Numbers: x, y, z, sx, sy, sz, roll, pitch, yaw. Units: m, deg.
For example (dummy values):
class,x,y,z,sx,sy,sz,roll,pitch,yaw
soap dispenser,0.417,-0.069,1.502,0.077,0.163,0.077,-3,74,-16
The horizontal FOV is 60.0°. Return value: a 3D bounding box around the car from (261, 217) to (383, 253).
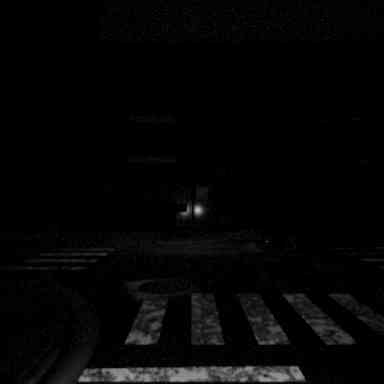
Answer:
class,x,y,z,sx,sy,sz,roll,pitch,yaw
car,5.263,1.681,13.521,4.718,1.301,1.895,0,-1,0
